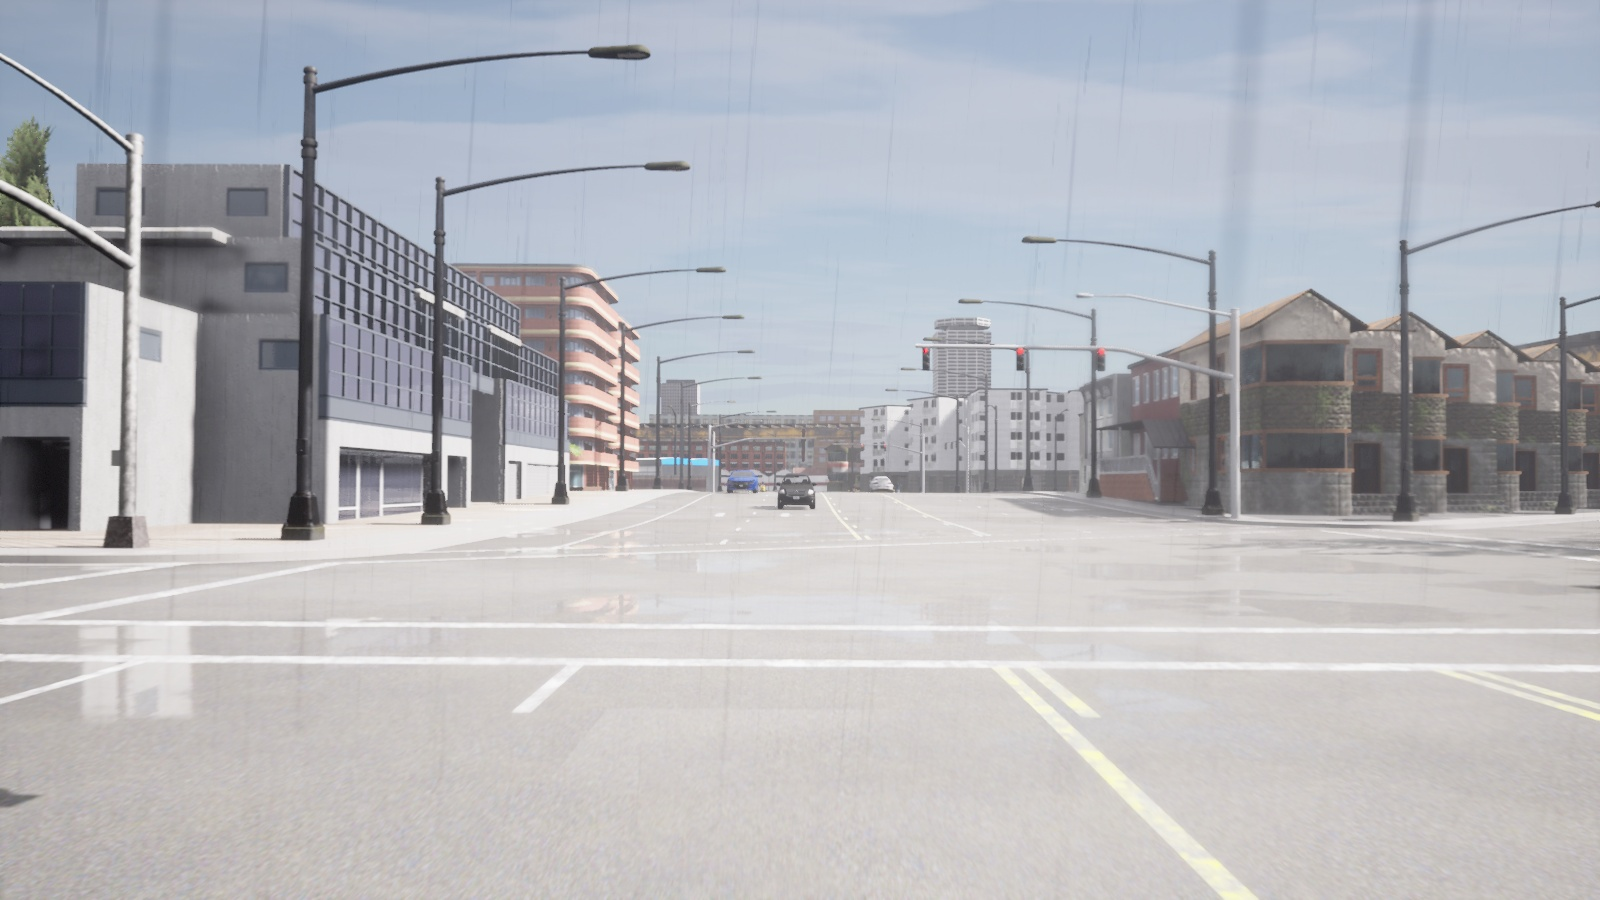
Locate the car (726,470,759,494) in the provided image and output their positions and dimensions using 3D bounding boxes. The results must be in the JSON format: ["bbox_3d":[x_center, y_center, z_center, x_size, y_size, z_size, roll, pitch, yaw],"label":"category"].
[{"bbox_3d":[-3.696,2.055,81.522,1.882,1.535,5.008,0,-1,0],"label":"car"}]

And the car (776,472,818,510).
[{"bbox_3d":[-0.137,1.844,57.748,1.851,1.617,3.988,0,0,0],"label":"car"}]
